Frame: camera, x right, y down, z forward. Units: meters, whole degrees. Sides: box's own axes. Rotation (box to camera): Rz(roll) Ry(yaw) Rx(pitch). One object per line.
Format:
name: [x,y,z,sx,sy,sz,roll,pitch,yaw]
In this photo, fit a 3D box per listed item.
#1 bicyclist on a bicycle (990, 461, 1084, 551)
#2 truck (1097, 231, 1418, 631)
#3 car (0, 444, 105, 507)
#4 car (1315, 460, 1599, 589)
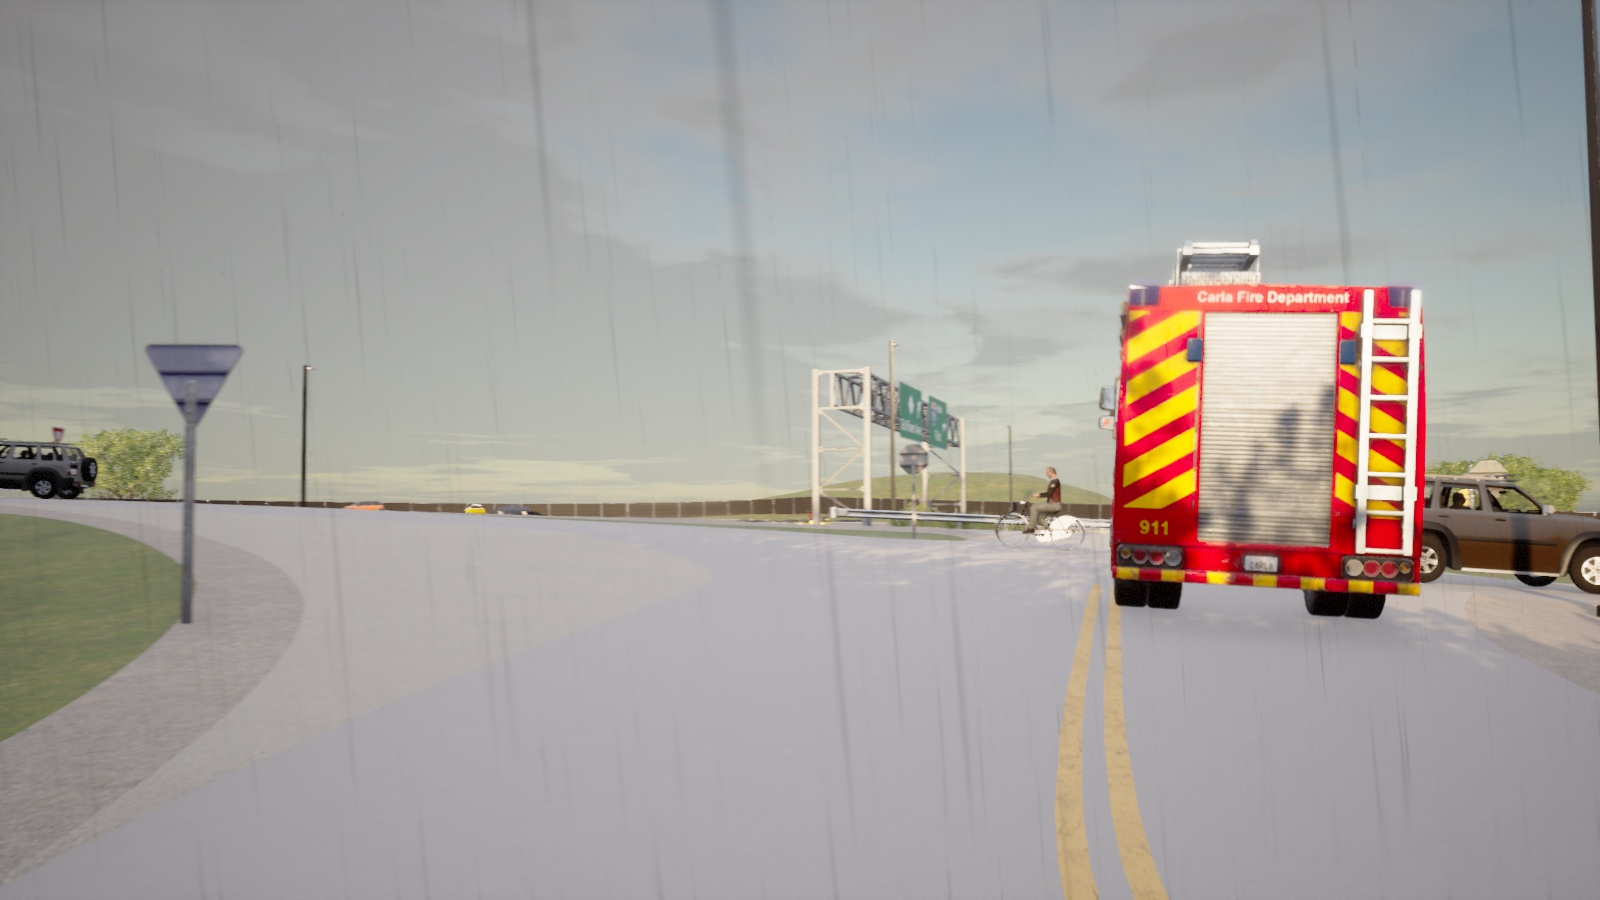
bicyclist on a bicycle: [4.995,1.177,26.501,1.843,1.776,0.659,2,-2,11]
truck: [5.503,-0.127,16.462,2.891,3.827,8.468,2,-1,14]
car: [-24.736,0.792,39.460,4.605,1.855,1.932,2,-3,-7]
car: [11.395,1.252,21.121,4.605,1.855,1.932,3,-2,0]
